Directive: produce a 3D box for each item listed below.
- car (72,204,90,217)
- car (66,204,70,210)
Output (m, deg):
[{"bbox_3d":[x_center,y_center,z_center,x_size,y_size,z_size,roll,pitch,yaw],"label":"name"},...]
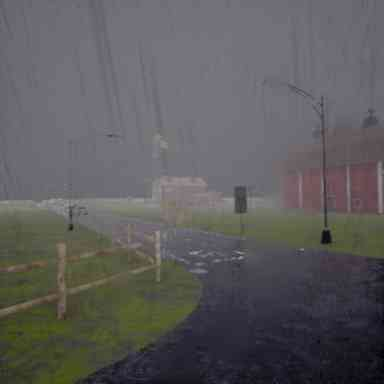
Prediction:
[{"bbox_3d":[-16.231,2.843,48.889,1.837,1.490,4.892,-1,-1,-26],"label":"car"},{"bbox_3d":[-29.156,3.678,81.964,1.837,1.490,4.892,-1,-1,-26],"label":"car"}]
